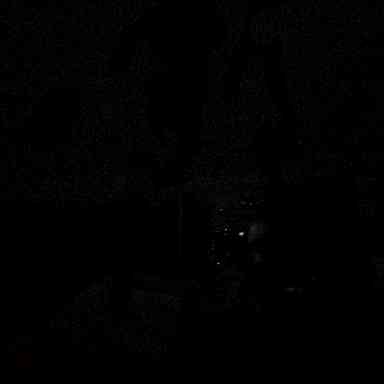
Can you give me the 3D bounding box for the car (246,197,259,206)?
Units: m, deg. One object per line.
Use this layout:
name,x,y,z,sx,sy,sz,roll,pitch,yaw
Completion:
car,7.530,1.612,44.158,2.150,2.045,5.566,0,-1,5

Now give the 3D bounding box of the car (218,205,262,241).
car,2.427,1.646,17.391,1.837,1.490,4.892,0,0,5

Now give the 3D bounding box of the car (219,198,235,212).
car,4.865,1.766,46.742,2.097,1.767,4.553,0,0,5

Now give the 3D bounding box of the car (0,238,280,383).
car,-0.402,1.553,3.477,1.812,1.442,4.674,0,0,30

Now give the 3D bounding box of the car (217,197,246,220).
car,3.549,1.488,31.277,2.150,2.045,5.566,0,0,5
